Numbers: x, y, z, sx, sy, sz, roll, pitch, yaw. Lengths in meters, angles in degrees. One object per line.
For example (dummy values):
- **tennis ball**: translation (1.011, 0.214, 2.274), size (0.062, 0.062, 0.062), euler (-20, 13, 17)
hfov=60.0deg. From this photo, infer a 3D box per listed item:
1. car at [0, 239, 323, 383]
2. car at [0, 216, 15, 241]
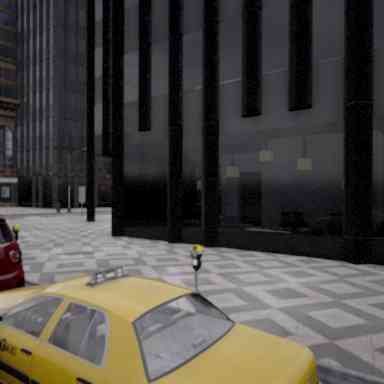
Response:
- **car**: translation (-1.118, 1.523, 3.742), size (4.829, 1.417, 1.752), euler (0, 0, 35)
- **car**: translation (-5.418, 1.307, 6.764), size (5.009, 1.841, 2.192), euler (0, 0, 35)
